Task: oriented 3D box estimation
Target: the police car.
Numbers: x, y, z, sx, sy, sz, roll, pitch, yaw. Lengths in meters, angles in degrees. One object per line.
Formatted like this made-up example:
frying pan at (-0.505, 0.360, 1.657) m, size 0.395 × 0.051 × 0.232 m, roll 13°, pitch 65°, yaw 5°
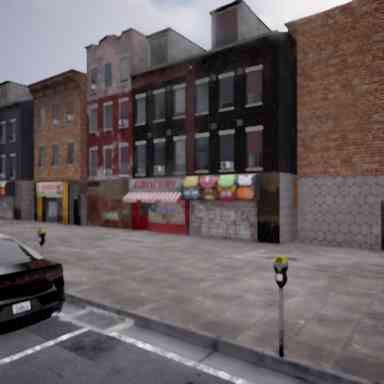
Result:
police car at (-4.490, 1.408, 6.184) m, size 5.238 × 1.638 × 1.930 m, roll 0°, pitch 0°, yaw 36°
